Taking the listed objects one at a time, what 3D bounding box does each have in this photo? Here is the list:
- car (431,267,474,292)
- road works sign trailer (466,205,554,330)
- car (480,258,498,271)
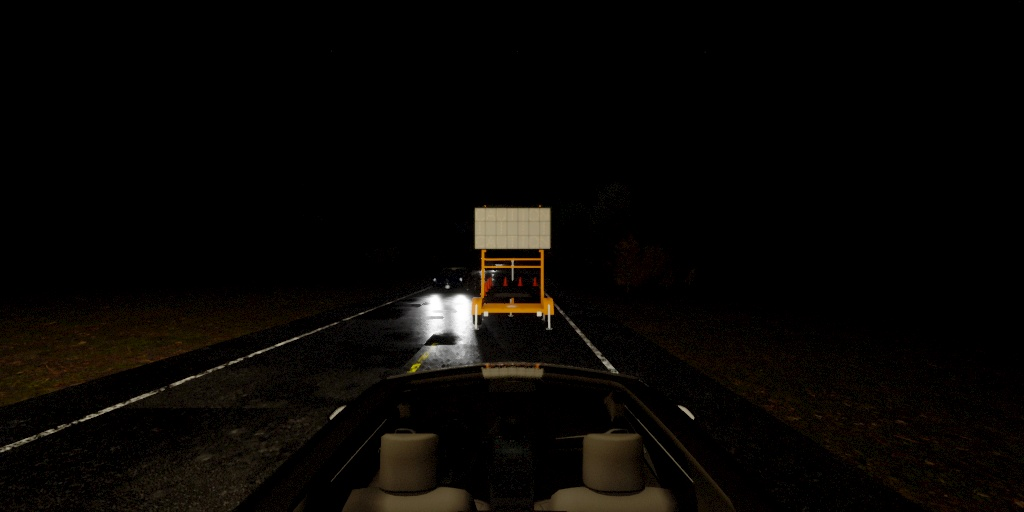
[{"bbox_3d":[-3.459,1.355,21.502,1.895,1.301,4.718,0,0,0],"label":"car"},{"bbox_3d":[0.020,0.215,11.158,2.380,3.560,2.880,0,0,0],"label":"road works sign trailer"},{"bbox_3d":[-3.397,1.303,50.581,1.812,1.442,4.674,0,0,0],"label":"car"}]
